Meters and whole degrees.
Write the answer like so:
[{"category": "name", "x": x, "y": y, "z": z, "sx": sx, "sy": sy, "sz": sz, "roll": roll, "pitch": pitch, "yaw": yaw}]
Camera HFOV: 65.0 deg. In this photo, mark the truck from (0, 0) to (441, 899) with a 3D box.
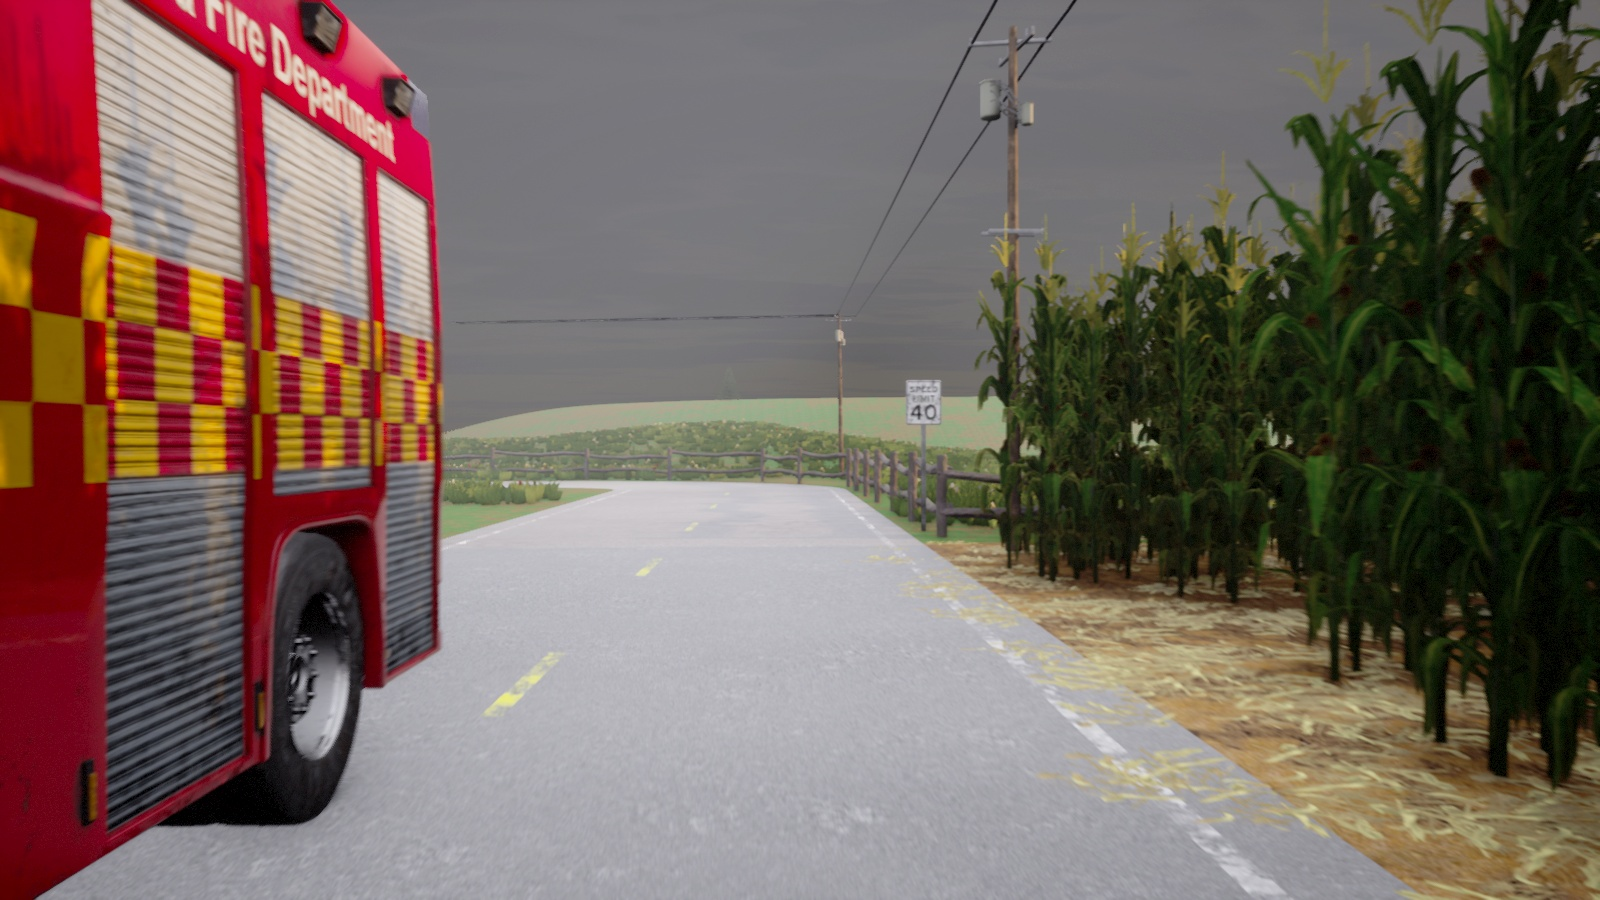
[{"category": "truck", "x": -3.220, "y": -0.431, "z": 2.153, "sx": 2.891, "sy": 3.827, "sz": 8.468, "roll": 0, "pitch": 0, "yaw": -1}]
